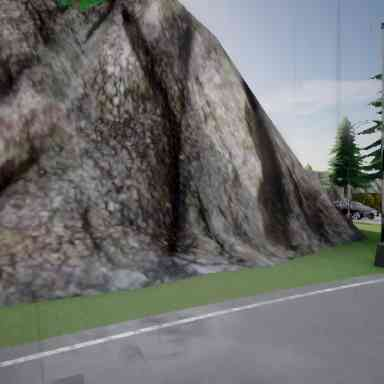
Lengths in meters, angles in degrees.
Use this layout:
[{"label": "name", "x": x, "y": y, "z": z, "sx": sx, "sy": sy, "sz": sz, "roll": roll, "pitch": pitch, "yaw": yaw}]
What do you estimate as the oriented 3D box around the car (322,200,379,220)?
[{"label": "car", "x": 13.446, "y": 1.492, "z": 28.490, "sx": 2.128, "sy": 1.511, "sz": 4.902, "roll": 0, "pitch": 0, "yaw": -25}]
